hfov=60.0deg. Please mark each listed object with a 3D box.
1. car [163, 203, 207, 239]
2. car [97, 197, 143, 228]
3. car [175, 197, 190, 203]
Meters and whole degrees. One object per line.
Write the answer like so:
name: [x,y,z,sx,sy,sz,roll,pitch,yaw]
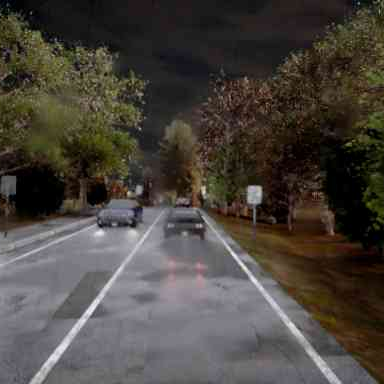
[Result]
car: [-0.371,1.450,16.387,1.895,1.301,4.718,1,1,-2]
car: [-4.188,1.127,19.959,2.097,1.767,4.553,1,1,-2]
car: [-1.174,1.309,40.012,2.033,1.411,5.357,1,-1,-2]
